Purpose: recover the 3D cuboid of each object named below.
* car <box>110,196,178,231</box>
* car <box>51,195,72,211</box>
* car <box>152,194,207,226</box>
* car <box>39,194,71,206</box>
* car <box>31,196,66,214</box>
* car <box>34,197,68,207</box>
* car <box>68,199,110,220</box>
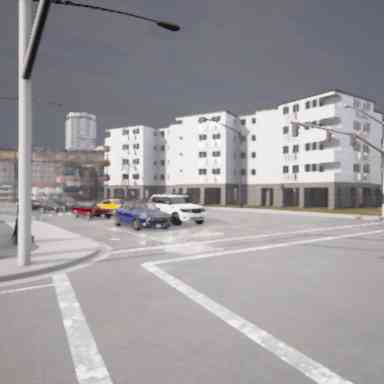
[{"bbox_3d":[-3.095,1.333,20.599,2.097,1.767,4.553,0,0,-33],"label":"car"},{"bbox_3d":[-14.794,1.284,38.508,4.553,1.767,2.097,0,0,33],"label":"car"},{"bbox_3d":[-1.206,1.209,24.046,2.150,2.045,5.566,0,0,-35],"label":"car"},{"bbox_3d":[-22.252,1.250,53.959,4.553,1.767,2.097,0,0,19],"label":"car"},{"bbox_3d":[-15.680,1.434,34.842,4.892,1.490,1.837,0,0,36],"label":"car"},{"bbox_3d":[-21.224,1.505,50.019,4.718,1.301,1.895,0,0,21],"label":"car"},{"bbox_3d":[-8.382,1.560,27.867,1.895,1.301,4.718,0,0,-39],"label":"car"}]
